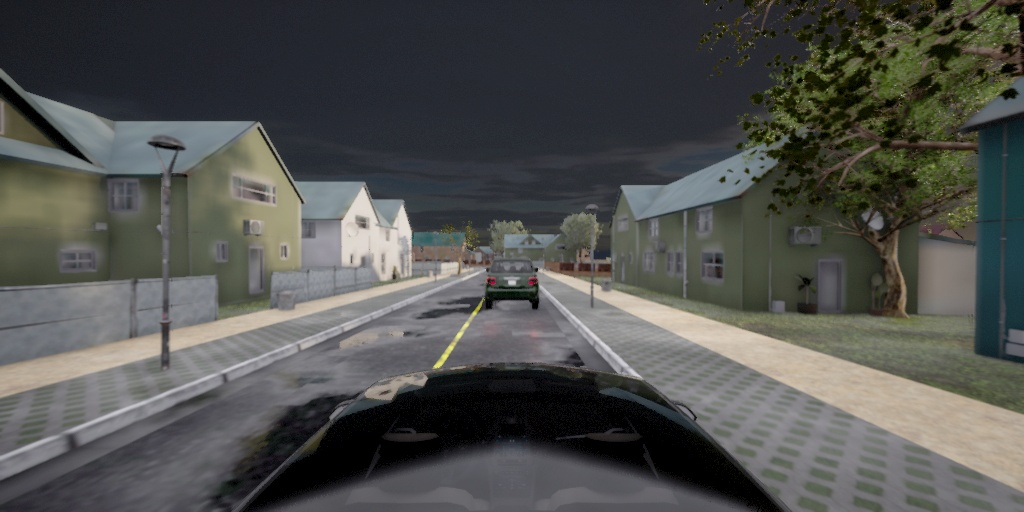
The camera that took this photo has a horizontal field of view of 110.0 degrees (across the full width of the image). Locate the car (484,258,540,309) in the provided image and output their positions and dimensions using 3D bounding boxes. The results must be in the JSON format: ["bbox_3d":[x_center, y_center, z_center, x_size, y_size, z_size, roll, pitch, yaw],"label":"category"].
[{"bbox_3d":[0.006,1.097,15.870,2.150,2.045,5.566,0,0,0],"label":"car"}]
